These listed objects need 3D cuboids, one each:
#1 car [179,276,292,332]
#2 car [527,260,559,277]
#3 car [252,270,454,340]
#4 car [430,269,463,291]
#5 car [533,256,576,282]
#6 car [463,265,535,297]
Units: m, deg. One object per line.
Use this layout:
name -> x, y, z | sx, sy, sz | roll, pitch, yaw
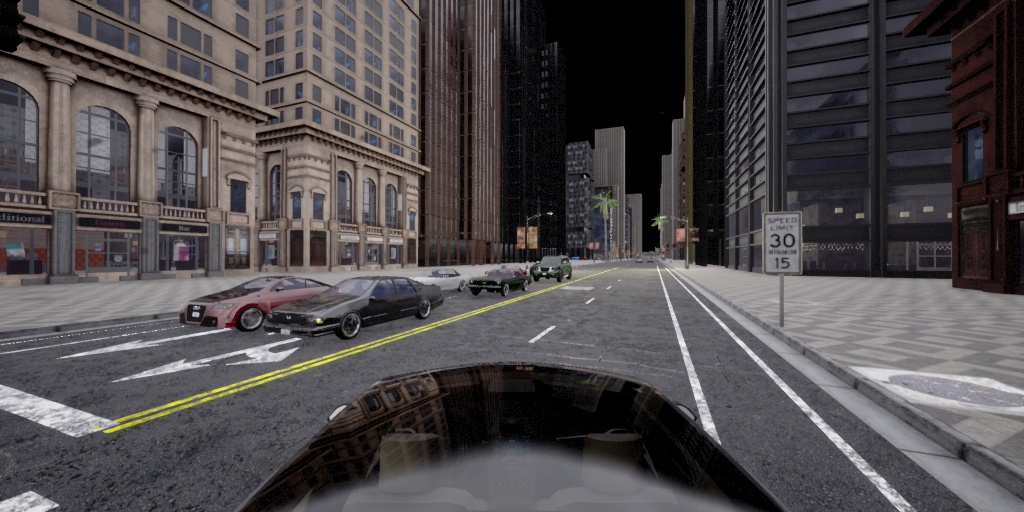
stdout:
car -> -7.335, 1.315, 11.006 | 1.994, 1.385, 4.181 | 0, 0, 22
car -> 3.363, 1.250, 37.884 | 1.882, 1.535, 5.008 | 0, 0, 22
car -> -4.064, 1.299, 10.450 | 2.033, 1.411, 5.357 | 0, 0, 22
car -> -4.110, 1.356, 19.152 | 1.895, 1.301, 4.718 | 0, 0, 22
car -> 3.419, 0.986, 29.305 | 2.150, 2.045, 5.566 | 0, 0, 21
car -> -0.528, 1.357, 19.364 | 1.895, 1.301, 4.718 | 0, 0, 22
